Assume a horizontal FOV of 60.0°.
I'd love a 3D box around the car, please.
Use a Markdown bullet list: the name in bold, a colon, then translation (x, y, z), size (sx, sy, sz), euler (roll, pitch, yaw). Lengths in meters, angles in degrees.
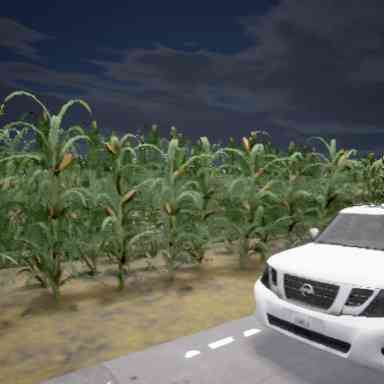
- **car**: translation (3.557, 1.224, 5.701), size (5.566, 2.045, 2.150), euler (0, 0, -37)
